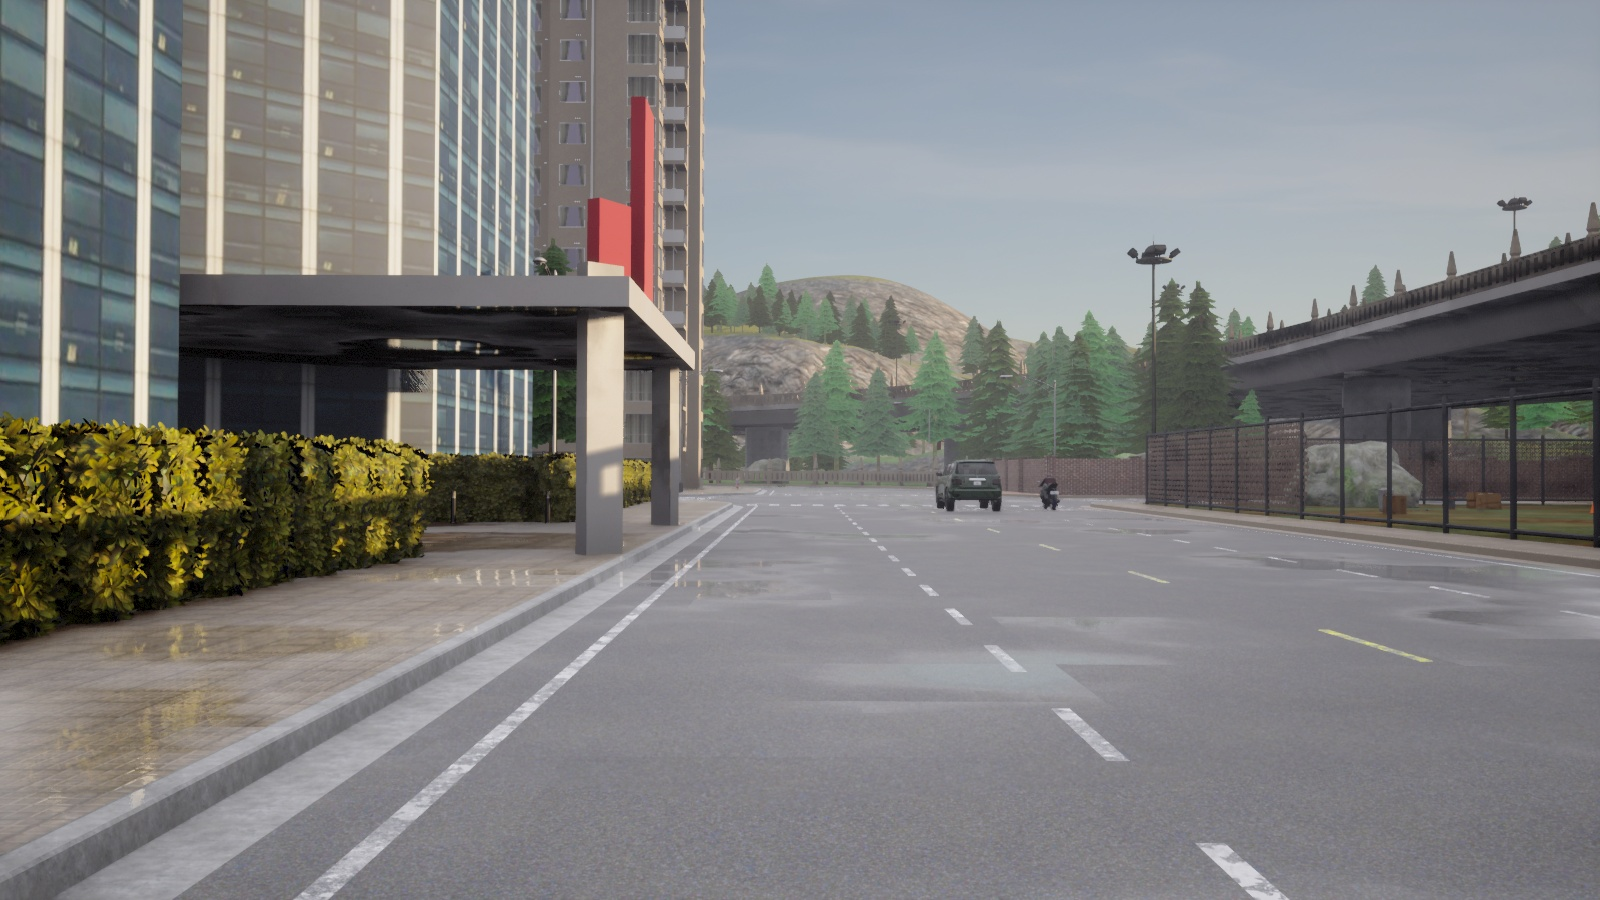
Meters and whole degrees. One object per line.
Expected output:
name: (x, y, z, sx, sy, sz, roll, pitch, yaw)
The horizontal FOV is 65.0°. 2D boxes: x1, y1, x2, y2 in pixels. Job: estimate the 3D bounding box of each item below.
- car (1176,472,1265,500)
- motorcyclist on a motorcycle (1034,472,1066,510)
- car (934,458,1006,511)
car: (22.753, 1.933, 68.074, 4.193, 1.474, 1.816, 0, -1, 0)
motorcyclist on a motorcycle: (10.361, 1.682, 52.154, 0.866, 1.530, 2.191, 0, 0, 0)
car: (6.863, 1.366, 51.270, 2.150, 2.045, 5.566, 0, -1, 0)
